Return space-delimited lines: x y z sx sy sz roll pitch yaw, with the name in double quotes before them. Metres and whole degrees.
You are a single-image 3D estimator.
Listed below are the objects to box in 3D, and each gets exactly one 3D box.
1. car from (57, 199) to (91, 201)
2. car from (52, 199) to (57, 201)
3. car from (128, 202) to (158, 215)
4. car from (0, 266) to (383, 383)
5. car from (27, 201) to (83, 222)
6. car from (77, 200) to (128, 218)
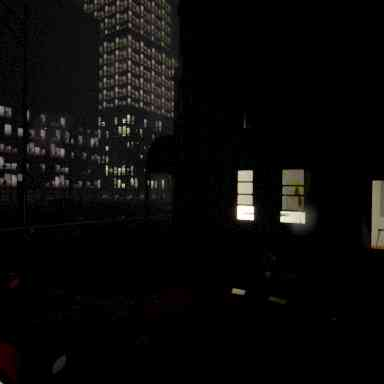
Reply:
"car" -12.153 1.587 37.287 1.837 1.490 4.892 1 0 34
"car" -15.167 1.474 37.700 1.967 1.590 4.097 1 0 34
"car" -5.543 1.773 36.483 1.802 1.307 4.206 1 0 34
"car" -0.024 1.544 2.839 4.507 1.381 1.887 0 1 34
"car" -11.721 1.690 27.428 2.008 1.369 4.403 1 0 34
"car" -8.631 1.731 31.956 1.947 1.339 4.313 1 0 34
